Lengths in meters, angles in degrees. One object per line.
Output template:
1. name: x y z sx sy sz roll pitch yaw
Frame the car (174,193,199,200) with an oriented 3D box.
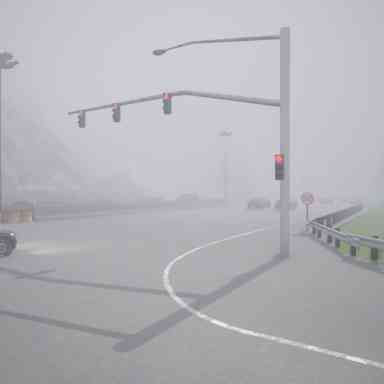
1. car: -0.794 1.163 54.864 2.150 2.045 5.566 0 0 29

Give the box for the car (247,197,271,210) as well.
1. car: 8.742 1.477 42.996 1.837 1.490 4.892 0 0 32

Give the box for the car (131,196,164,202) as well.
1. car: -5.740 1.432 46.748 2.128 1.511 4.902 0 0 32

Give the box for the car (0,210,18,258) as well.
1. car: -7.929 1.501 10.338 1.812 1.442 4.674 0 0 33

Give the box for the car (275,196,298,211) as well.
1. car: 11.744 1.482 41.198 1.837 1.490 4.892 0 0 32

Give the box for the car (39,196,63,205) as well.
1. car: -19.654 1.268 44.392 2.097 1.767 4.553 0 0 33

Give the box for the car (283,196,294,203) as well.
1. car: 20.888 1.520 72.270 1.994 1.385 4.181 0 0 11

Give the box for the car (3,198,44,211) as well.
1. car: -16.198 1.500 30.282 1.994 1.385 4.181 0 0 33

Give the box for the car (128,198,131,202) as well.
1. car: -9.651 1.411 60.501 2.128 1.511 4.902 0 0 29

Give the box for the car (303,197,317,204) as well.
1. car: 21.536 1.579 61.501 1.895 1.301 4.718 0 0 19

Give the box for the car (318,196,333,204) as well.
1. car: 25.630 1.548 63.296 1.994 1.385 4.181 0 0 16

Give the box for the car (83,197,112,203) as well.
1. car: -10.770 1.539 38.793 1.895 1.301 4.718 0 0 33
